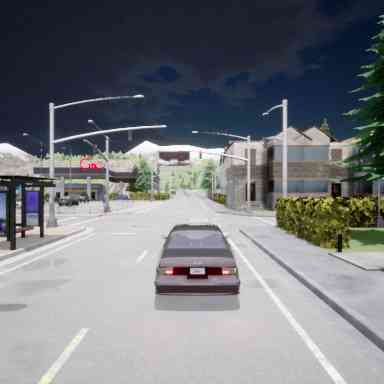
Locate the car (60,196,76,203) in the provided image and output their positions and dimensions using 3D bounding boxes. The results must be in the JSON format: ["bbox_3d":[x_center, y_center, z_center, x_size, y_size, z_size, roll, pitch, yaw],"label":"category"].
[{"bbox_3d":[-25.910,1.552,69.504,1.970,1.475,3.806,0,0,0],"label":"car"}]

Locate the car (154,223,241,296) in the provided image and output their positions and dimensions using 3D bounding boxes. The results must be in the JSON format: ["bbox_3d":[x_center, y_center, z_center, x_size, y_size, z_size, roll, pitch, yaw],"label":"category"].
[{"bbox_3d":[0.105,1.547,8.822,2.033,1.411,5.357,0,0,0],"label":"car"}]

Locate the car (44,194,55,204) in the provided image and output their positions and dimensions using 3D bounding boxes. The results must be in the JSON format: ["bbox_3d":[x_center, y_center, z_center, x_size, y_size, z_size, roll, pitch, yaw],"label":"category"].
[{"bbox_3d":[-25.854,1.289,61.025,1.932,1.855,4.605,0,0,0],"label":"car"}]

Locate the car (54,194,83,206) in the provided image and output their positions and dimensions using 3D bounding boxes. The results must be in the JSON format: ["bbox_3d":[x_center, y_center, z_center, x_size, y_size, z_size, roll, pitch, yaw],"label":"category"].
[{"bbox_3d":[-18.891,1.489,51.029,2.007,1.523,4.514,0,0,0],"label":"car"}]

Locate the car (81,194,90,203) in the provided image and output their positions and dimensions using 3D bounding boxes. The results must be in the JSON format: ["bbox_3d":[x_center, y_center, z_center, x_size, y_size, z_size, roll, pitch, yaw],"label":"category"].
[{"bbox_3d":[-22.584,1.268,68.900,1.905,1.878,3.866,0,0,0],"label":"car"}]
